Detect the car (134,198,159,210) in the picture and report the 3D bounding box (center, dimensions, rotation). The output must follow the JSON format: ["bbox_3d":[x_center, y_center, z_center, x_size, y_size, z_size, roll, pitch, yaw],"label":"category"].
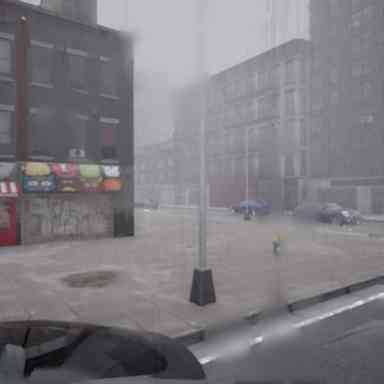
[{"bbox_3d":[-6.291,1.613,45.054,1.837,1.490,4.892,0,-1,-35],"label":"car"}]

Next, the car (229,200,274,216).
[{"bbox_3d":[5.794,1.527,33.090,1.882,1.535,5.008,0,0,-36],"label":"car"}]

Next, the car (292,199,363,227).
[{"bbox_3d":[9.298,1.382,23.035,2.097,1.767,4.553,0,0,-35],"label":"car"}]

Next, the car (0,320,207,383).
[{"bbox_3d":[-1.803,1.566,1.528,4.313,1.339,1.947,0,0,-35],"label":"car"}]
